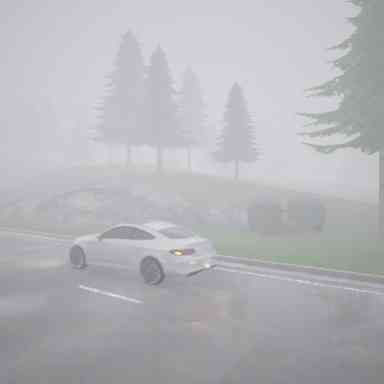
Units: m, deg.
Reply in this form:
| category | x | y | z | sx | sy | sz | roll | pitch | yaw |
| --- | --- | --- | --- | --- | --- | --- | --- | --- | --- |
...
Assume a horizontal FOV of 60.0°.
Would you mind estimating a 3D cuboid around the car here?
| category | x | y | z | sx | sy | sz | roll | pitch | yaw |
| --- | --- | --- | --- | --- | --- | --- | --- | --- | --- |
| car | -1.502 | 1.526 | 9.362 | 4.674 | 1.442 | 1.812 | 0 | 0 | 35 |
